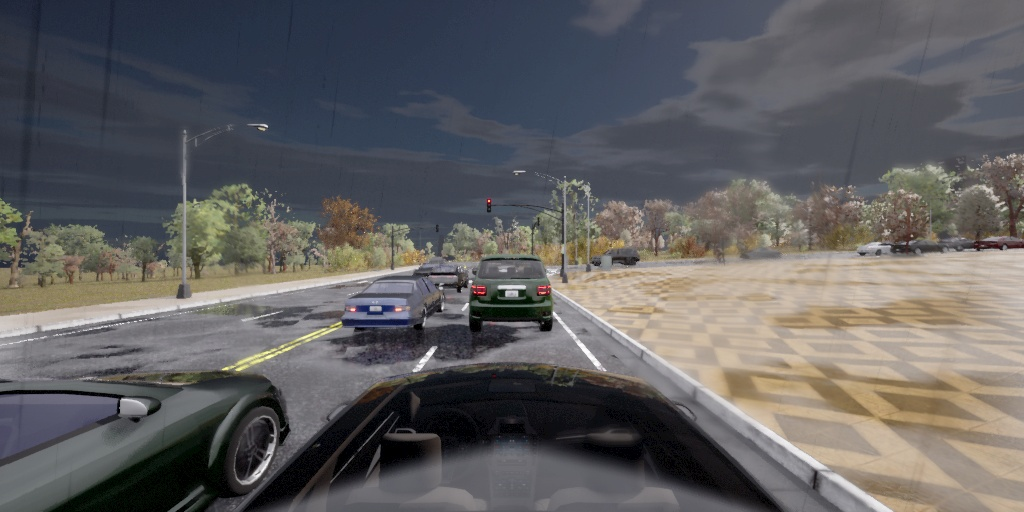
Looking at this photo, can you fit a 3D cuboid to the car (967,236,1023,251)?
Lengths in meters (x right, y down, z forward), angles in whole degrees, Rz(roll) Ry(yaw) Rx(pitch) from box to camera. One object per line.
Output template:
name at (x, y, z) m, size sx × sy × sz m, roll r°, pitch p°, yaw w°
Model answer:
car at (51.155, -1.315, 37.393) m, size 5.008 × 1.535 × 1.882 m, roll -3°, pitch 0°, yaw -7°

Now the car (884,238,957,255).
car at (41.236, -0.878, 36.259) m, size 5.008 × 1.535 × 1.882 m, roll -3°, pitch 0°, yaw -5°

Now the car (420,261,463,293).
car at (-3.624, 1.257, 20.796) m, size 2.128 × 1.511 × 4.902 m, roll 0°, pitch 0°, yaw 0°

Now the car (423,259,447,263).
car at (-6.750, 1.302, 31.082) m, size 2.033 × 1.411 × 5.357 m, roll 0°, pitch 1°, yaw 12°

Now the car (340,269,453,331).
car at (-3.311, 1.303, 11.049) m, size 2.033 × 1.411 × 5.357 m, roll 0°, pitch 0°, yaw -1°

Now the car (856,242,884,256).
car at (40.574, -0.804, 39.458) m, size 4.674 × 1.442 × 1.812 m, roll -3°, pitch 0°, yaw -6°

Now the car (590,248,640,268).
car at (11.676, 0.195, 40.776) m, size 5.566 × 2.045 × 2.150 m, roll -3°, pitch 0°, yaw -3°

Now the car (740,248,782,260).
car at (28.968, -0.247, 41.835) m, size 4.181 × 1.385 × 1.994 m, roll -3°, pitch 0°, yaw -5°

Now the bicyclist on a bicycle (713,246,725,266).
bicyclist on a bicycle at (17.399, 0.004, 30.152) m, size 0.582 × 1.620 × 1.656 m, roll -2°, pitch 0°, yaw -3°

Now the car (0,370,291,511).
car at (-3.173, 1.314, 1.827) m, size 1.994 × 1.385 × 4.181 m, roll 0°, pitch 0°, yaw 0°

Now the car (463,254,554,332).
car at (-0.063, 0.977, 11.047) m, size 2.150 × 2.045 × 5.566 m, roll 0°, pitch 0°, yaw -1°
